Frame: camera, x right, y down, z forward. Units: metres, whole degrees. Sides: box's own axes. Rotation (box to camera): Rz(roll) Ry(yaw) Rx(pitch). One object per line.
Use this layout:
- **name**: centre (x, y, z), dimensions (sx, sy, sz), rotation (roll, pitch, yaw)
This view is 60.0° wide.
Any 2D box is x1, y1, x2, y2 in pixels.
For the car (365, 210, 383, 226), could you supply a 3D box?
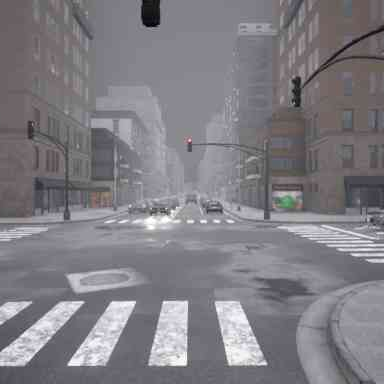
- **car**: centre (13.382, 1.442, 20.628), dimensions (4.902, 1.511, 2.128), rotation (0, 0, 0)

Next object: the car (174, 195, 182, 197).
- **car**: centre (-3.084, 1.636, 53.432), dimensions (1.994, 1.385, 4.181), rotation (0, 0, 0)

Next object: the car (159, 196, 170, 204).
- **car**: centre (-5.604, 1.552, 69.197), dimensions (1.967, 1.590, 4.097), rotation (0, 0, 0)

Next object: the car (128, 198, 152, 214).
- **car**: centre (-5.665, 1.480, 36.132), dimensions (1.967, 1.590, 4.097), rotation (0, 0, 0)

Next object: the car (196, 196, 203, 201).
- **car**: centre (2.050, 1.698, 90.086), dimensions (1.812, 1.442, 4.674), rotation (0, 0, 0)

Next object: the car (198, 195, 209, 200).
- **car**: centre (2.390, 1.637, 52.650), dimensions (1.947, 1.339, 4.313), rotation (0, 0, 0)

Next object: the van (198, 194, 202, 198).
- **van**: centre (2.401, 1.424, 58.161), dimensions (1.690, 1.788, 3.998), rotation (0, 0, 0)

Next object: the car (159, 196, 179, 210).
- **car**: centre (-3.110, 1.617, 43.473), dimensions (1.994, 1.385, 4.181), rotation (0, 0, 1)

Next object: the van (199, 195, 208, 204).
- **van**: centre (2.421, 1.453, 69.182), dimensions (1.690, 1.788, 3.998), rotation (0, 0, 0)

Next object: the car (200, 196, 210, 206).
- **car**: centre (2.380, 1.641, 47.139), dimensions (1.802, 1.307, 4.206), rotation (0, 0, 0)

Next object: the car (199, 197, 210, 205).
- **car**: centre (2.411, 1.647, 63.671), dimensions (2.008, 1.369, 4.403), rotation (0, 0, 0)

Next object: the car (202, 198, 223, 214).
- **car**: centre (2.360, 1.606, 36.117), dimensions (1.947, 1.339, 4.313), rotation (0, 0, 0)

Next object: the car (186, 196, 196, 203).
- **car**: centre (-0.200, 1.678, 73.680), dimensions (1.994, 1.385, 4.181), rotation (0, 0, 0)

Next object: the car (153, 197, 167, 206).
- **car**: centre (-5.624, 1.634, 58.175), dimensions (2.008, 1.369, 4.403), rotation (0, 0, 0)

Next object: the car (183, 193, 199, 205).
- **car**: centre (-0.124, 1.318, 63.312), dimensions (2.150, 2.045, 5.566), rotation (0, 0, 0)

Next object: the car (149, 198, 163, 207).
- **car**: centre (-5.634, 1.653, 52.664), dimensions (1.802, 1.307, 4.206), rotation (0, 0, 0)

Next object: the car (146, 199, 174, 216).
- **car**: centre (-3.133, 1.637, 33.495), dimensions (1.895, 1.301, 4.718), rotation (0, 0, 0)

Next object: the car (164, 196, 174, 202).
- **car**: centre (-5.583, 1.694, 80.218), dimensions (2.008, 1.369, 4.403), rotation (0, 0, 0)
